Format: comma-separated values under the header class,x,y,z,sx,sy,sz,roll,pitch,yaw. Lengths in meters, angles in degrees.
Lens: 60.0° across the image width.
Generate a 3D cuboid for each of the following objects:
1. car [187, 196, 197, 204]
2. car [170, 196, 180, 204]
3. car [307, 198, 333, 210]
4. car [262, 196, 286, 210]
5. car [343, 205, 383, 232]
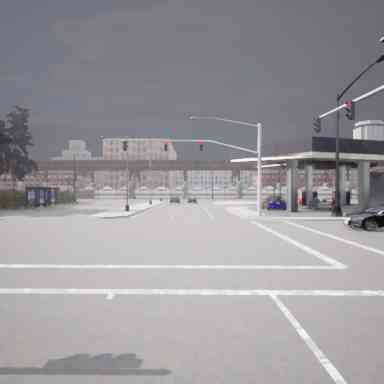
class,x,y,z,sx,sy,sz,roll,pitch,yaw
car,0.037,1.547,64.324,2.033,1.411,5.357,0,0,0
car,-3.361,1.491,66.247,2.128,1.511,4.902,0,0,0
car,15.478,1.456,40.402,1.970,1.475,3.806,0,0,0
car,9.733,1.295,39.643,2.242,1.667,4.611,0,0,0
car,11.443,1.489,19.458,4.902,1.511,2.128,0,0,-1
